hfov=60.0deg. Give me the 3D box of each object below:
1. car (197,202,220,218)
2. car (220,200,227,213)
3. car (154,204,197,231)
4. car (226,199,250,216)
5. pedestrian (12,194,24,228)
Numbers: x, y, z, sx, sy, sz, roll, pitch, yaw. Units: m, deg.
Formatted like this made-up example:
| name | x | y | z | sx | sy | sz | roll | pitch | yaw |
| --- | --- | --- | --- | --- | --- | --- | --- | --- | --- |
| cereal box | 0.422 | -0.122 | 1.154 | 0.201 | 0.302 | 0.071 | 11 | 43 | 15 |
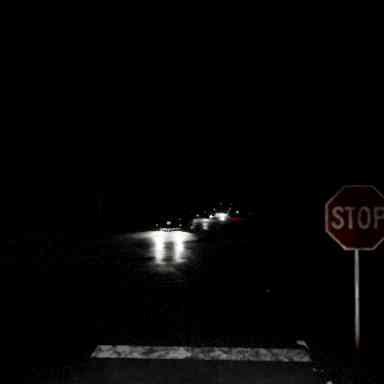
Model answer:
| name | x | y | z | sx | sy | sz | roll | pitch | yaw |
| --- | --- | --- | --- | --- | --- | --- | --- | --- | --- |
| car | 1.107 | 1.821 | 33.157 | 2.033 | 1.411 | 5.357 | 0 | -1 | 13 |
| car | 3.545 | 2.026 | 43.796 | 1.895 | 1.301 | 4.718 | 0 | -1 | 13 |
| car | -1.099 | 1.686 | 21.722 | 1.994 | 1.385 | 4.181 | 0 | -1 | 9 |
| car | 5.237 | 1.823 | 36.688 | 1.837 | 1.490 | 4.892 | 0 | -1 | 13 |
| pedestrian | -9.655 | 1.034 | 18.357 | 0.375 | 1.860 | 0.375 | 0 | -4 | 3 |
